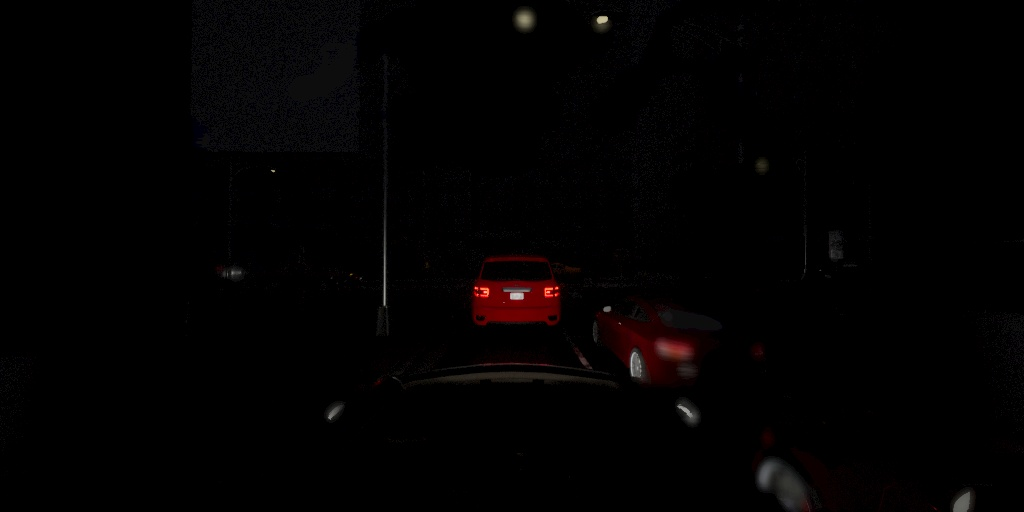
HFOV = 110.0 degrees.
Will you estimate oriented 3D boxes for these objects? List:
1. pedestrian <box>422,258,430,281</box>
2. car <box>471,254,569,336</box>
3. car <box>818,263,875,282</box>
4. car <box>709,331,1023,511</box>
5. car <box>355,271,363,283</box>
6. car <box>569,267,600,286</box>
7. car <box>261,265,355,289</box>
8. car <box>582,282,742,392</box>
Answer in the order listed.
[{"bbox_3d":[-6.866,1.043,28.527,0.375,1.860,0.375,0,-1,0],"label":"pedestrian"},{"bbox_3d":[0.083,0.974,10.542,2.150,2.045,5.566,0,0,0],"label":"car"},{"bbox_3d":[24.779,1.162,25.527,4.718,1.301,1.895,0,-1,0],"label":"car"},{"bbox_3d":[2.640,1.332,1.021,1.802,1.307,4.207,0,0,0],"label":"car"},{"bbox_3d":[-13.139,1.442,25.626,4.674,1.442,1.812,-1,-1,0],"label":"car"},{"bbox_3d":[3.077,1.322,22.613,4.718,1.301,1.895,-1,0,0],"label":"car"},{"bbox_3d":[-13.029,1.336,22.677,5.008,1.535,1.882,-1,-1,0],"label":"car"},{"bbox_3d":[2.631,1.333,6.460,1.802,1.307,4.207,0,0,0],"label":"car"}]
